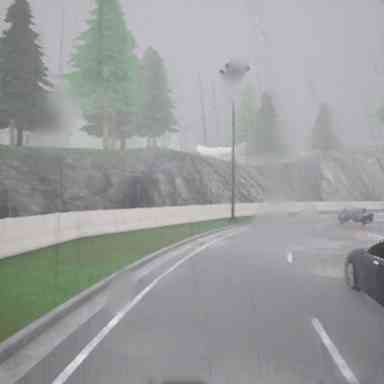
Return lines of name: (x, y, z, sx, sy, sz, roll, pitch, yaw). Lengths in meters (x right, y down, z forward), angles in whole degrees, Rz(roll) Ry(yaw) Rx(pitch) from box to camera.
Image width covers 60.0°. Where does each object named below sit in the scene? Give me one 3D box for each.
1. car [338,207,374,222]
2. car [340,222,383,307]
car: (13.198, 1.879, 26.573, 1.895, 1.301, 4.718, 0, 0, 37)
car: (4.431, 1.584, 6.283, 1.837, 1.490, 4.892, 0, 0, 8)
